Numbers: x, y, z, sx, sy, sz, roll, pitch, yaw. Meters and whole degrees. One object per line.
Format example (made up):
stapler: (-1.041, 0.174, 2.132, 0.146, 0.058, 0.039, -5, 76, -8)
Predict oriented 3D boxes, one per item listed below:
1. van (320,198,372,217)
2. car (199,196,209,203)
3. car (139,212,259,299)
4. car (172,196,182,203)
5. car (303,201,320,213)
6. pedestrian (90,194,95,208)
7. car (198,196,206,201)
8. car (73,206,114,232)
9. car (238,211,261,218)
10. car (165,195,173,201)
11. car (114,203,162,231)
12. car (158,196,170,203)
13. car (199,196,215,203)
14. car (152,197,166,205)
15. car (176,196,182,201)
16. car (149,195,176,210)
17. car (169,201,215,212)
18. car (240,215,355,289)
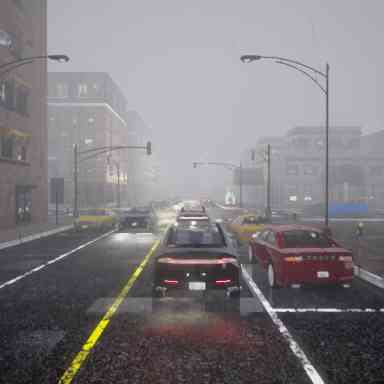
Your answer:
van: (14.589, 1.415, 31.190, 3.998, 1.788, 1.690, 0, 0, -1)
car: (2.529, 1.600, 69.959, 2.008, 1.369, 4.403, 0, 0, 0)
car: (0.084, 1.491, 8.459, 2.128, 1.511, 4.902, 0, 0, 0)
car: (-3.157, 1.574, 70.428, 1.812, 1.442, 4.674, 0, 0, 0)
car: (14.582, 1.599, 36.979, 4.181, 1.385, 1.994, 0, 0, -1)
pedestrian: (-12.725, 1.083, 42.248, 0.375, 1.860, 0.375, 0, 0, -1)
car: (2.491, 1.629, 87.049, 2.008, 1.369, 4.403, -1, 0, 0)
car: (-5.741, 1.529, 20.213, 1.752, 1.417, 4.829, 0, 0, 0)
car: (2.652, 1.527, 14.870, 1.752, 1.417, 4.829, 0, 0, 0)
car: (-5.890, 1.603, 86.848, 1.752, 1.417, 4.829, 0, 0, 0)
car: (-3.145, 1.568, 20.202, 1.994, 1.385, 4.181, 0, 0, 0)
car: (-5.851, 1.600, 69.928, 2.008, 1.369, 4.403, 0, 0, 0)
car: (2.566, 1.466, 52.869, 1.967, 1.590, 4.097, 0, 0, 0)
car: (-5.826, 1.584, 58.535, 2.008, 1.369, 4.403, 0, 0, 0)
car: (-3.211, 1.523, 56.853, 2.128, 1.511, 4.902, 0, 0, 0)
car: (-4.133, 1.480, 42.733, 2.128, 1.511, 4.902, 0, -1, 14)
car: (0.060, 1.494, 18.828, 2.128, 1.511, 4.902, 0, 0, 0)
car: (2.665, 1.545, 9.003, 1.887, 1.381, 4.507, 0, 0, 0)
